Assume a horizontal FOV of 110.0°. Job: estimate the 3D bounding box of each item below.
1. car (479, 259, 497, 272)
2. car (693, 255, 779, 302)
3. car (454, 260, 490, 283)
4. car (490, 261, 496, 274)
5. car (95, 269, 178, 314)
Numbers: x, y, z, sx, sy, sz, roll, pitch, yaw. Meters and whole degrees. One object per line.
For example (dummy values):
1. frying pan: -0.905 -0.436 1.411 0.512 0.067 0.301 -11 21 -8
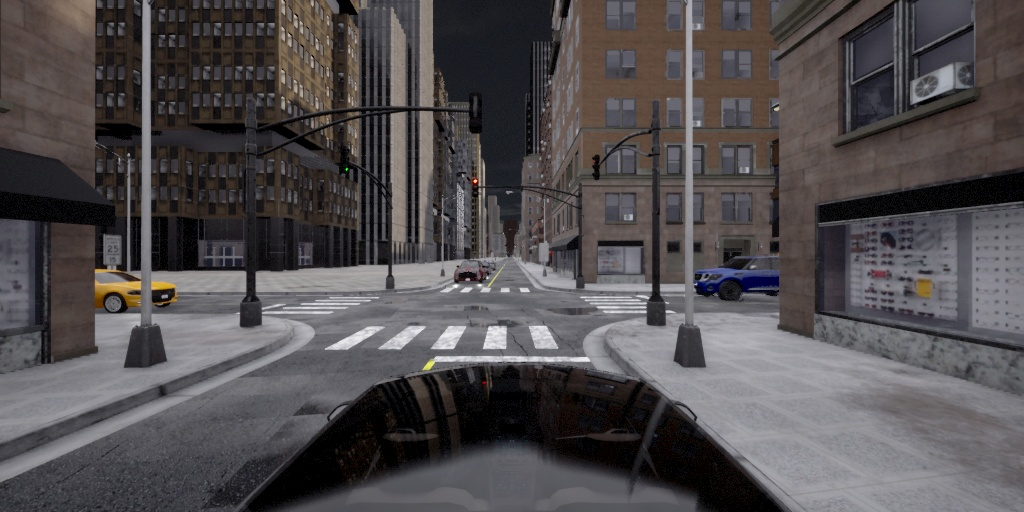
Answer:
1. car: -3.183 1.243 48.516 2.128 1.511 4.902 0 0 0
2. car: 11.289 0.975 16.710 5.566 2.045 2.150 0 0 -1
3. car: -3.156 1.103 27.840 2.097 1.767 4.553 0 0 0
4. car: -3.171 1.299 38.098 2.033 1.411 5.357 0 0 0
5. car: -15.367 1.232 13.272 5.008 1.535 1.882 0 0 0
